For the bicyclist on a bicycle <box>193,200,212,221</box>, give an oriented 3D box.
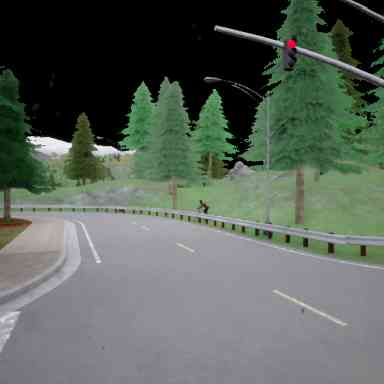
[{"bbox_3d":[0.826,1.432,25.534,1.656,1.620,0.582,-1,2,-20],"label":"bicyclist on a bicycle"}]
